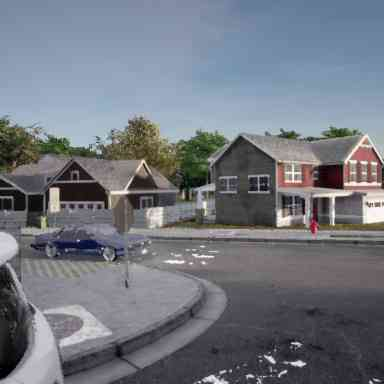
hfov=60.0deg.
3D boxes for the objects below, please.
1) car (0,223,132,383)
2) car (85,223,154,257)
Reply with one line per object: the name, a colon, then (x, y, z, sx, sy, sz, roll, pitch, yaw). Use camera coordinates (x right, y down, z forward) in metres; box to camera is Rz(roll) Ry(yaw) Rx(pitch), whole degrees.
car: (-3.166, 1.227, 0.718, 5.566, 2.045, 2.150, 0, 0, -34)
car: (-4.350, 2.042, 14.235, 5.357, 1.411, 2.033, -2, 0, 23)
